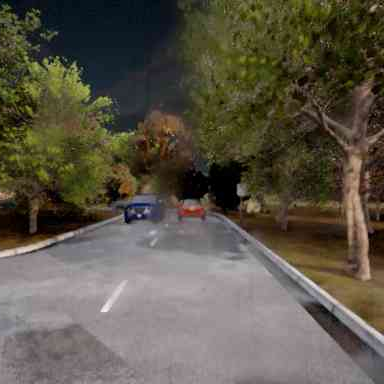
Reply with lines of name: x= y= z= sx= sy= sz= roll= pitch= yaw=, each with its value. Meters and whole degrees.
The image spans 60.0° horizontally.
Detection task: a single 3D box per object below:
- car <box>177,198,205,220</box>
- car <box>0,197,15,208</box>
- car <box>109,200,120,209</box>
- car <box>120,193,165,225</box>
car: x=-0.100 y=1.271 z=27.118 sx=2.097 sy=1.767 sz=4.553 roll=0 pitch=0 yaw=-3
car: x=-23.414 y=1.381 z=43.543 sx=4.892 sy=1.490 sz=1.837 roll=1 pitch=-1 yaw=1
car: x=-8.358 y=1.526 z=42.040 sx=4.181 sy=1.385 sz=1.994 roll=0 pitch=-1 yaw=28
car: x=-3.234 y=1.124 z=23.819 sx=2.150 sy=2.045 sz=5.566 roll=0 pitch=0 yaw=2
